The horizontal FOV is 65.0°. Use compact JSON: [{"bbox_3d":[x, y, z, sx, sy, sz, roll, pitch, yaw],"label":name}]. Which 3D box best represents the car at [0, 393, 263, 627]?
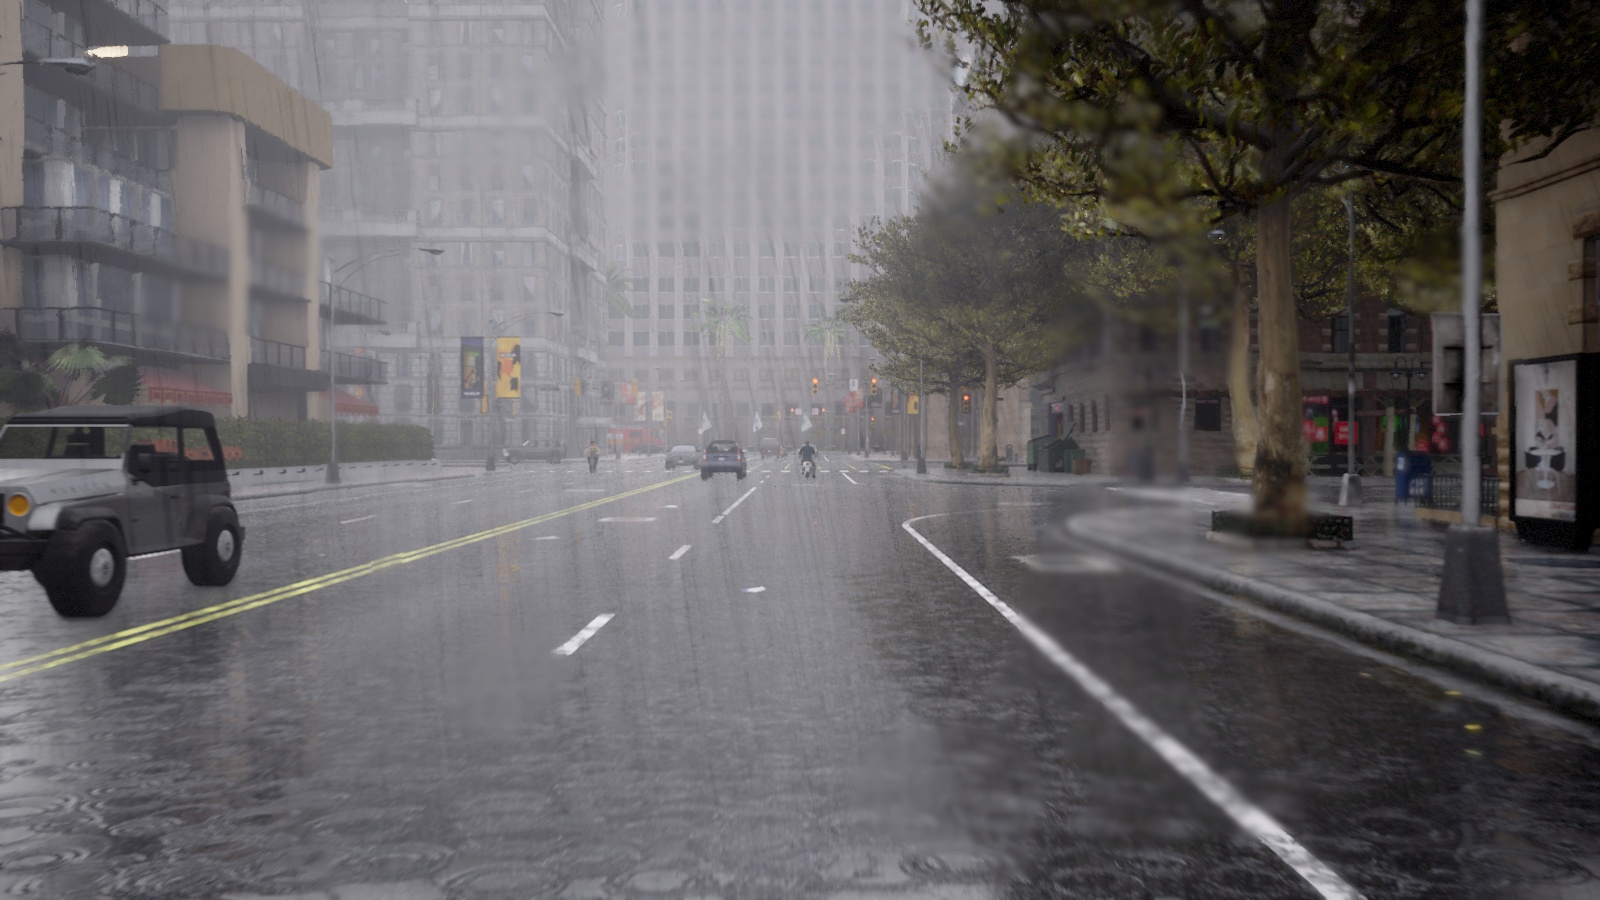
[{"bbox_3d":[-6.919,0.469,12.011,1.905,1.878,3.866,0,0,0],"label":"car"}]

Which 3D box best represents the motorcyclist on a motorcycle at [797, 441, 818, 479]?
[{"bbox_3d":[0.311,0.401,53.137,0.866,1.590,1.817,0,0,0],"label":"motorcyclist on a motorcycle"}]

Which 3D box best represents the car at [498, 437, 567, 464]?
[{"bbox_3d":[-19.105,0.042,89.665,4.605,1.855,1.932,0,1,-18],"label":"car"}]

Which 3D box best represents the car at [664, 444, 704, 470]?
[{"bbox_3d":[-6.587,0.364,71.549,1.812,1.442,4.674,0,0,0],"label":"car"}]

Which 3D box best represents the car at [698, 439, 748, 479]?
[{"bbox_3d":[-3.190,0.344,52.850,1.851,1.617,3.988,0,0,0],"label":"car"}]
